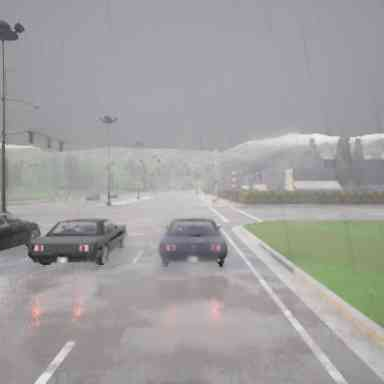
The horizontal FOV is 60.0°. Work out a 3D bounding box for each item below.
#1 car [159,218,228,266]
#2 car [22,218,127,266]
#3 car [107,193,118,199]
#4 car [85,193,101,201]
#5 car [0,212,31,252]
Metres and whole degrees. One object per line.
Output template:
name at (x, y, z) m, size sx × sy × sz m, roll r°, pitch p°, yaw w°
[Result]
car at (0.035, 1.511, 11.178) m, size 1.895 × 1.301 × 4.718 m, roll 0°, pitch 0°, yaw 0°
car at (-3.466, 1.515, 11.118) m, size 1.895 × 1.301 × 4.718 m, roll 0°, pitch 0°, yaw 0°
car at (-18.843, 0.868, 78.823) m, size 1.882 × 1.535 × 5.008 m, roll 0°, pitch 0°, yaw 0°
car at (-18.815, 1.016, 63.323) m, size 1.837 × 1.490 × 4.892 m, roll 0°, pitch 1°, yaw 0°
car at (-6.966, 1.408, 11.358) m, size 2.128 × 1.511 × 4.902 m, roll 0°, pitch 0°, yaw 0°
